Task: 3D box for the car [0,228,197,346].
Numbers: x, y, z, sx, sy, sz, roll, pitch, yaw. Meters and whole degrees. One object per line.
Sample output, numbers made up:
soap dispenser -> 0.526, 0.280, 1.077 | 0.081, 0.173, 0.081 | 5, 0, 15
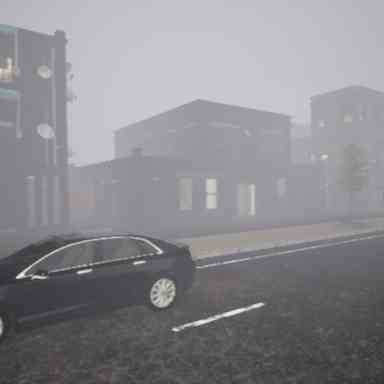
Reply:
car -> -2.181, 1.491, 6.103 | 4.892, 1.490, 1.837 | -1, 0, -35
